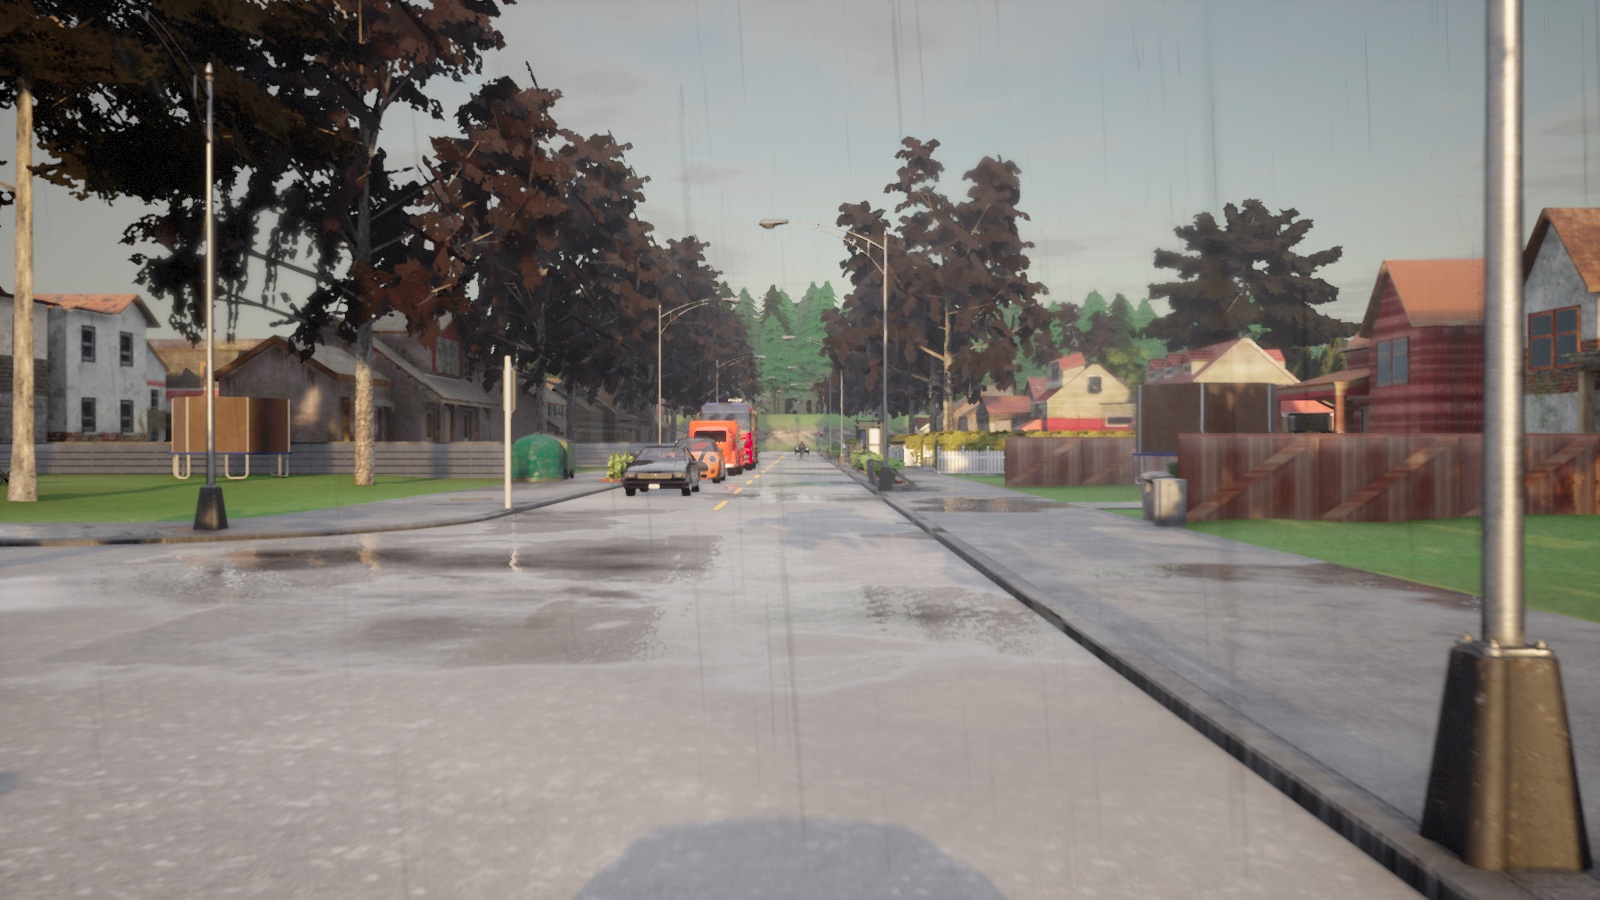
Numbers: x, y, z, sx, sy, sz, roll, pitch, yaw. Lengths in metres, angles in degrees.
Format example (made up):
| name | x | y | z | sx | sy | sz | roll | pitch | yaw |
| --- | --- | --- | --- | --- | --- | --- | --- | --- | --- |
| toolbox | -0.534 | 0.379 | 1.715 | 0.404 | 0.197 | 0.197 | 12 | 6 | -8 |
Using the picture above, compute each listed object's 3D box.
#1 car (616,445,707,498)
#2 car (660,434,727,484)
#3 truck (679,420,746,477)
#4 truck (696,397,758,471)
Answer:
| name | x | y | z | sx | sy | sz | roll | pitch | yaw |
| --- | --- | --- | --- | --- | --- | --- | --- | --- | --- |
| car | -3.923 | 0.565 | 36.435 | 2.033 | 1.411 | 5.357 | 0 | 0 | 0 |
| car | -3.902 | 0.313 | 46.590 | 2.097 | 1.767 | 4.553 | 0 | 0 | 0 |
| truck | -3.886 | -0.096 | 56.823 | 2.627 | 2.467 | 5.204 | 0 | 0 | 0 |
| truck | -3.865 | -0.847 | 68.717 | 2.891 | 3.827 | 8.468 | 0 | 0 | 0 |
